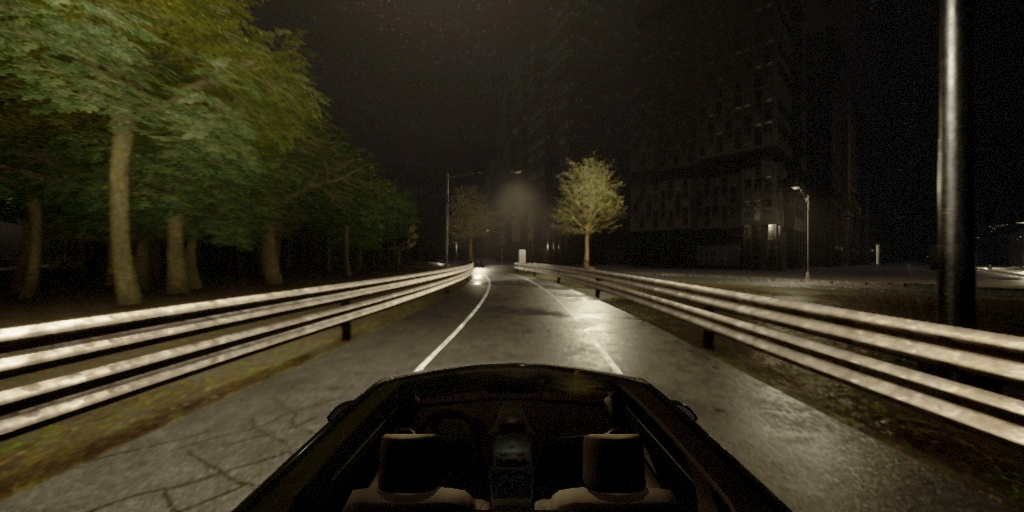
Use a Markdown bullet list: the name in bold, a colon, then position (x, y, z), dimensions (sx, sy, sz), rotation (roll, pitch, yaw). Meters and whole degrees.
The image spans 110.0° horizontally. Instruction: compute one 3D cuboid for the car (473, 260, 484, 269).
- **car**: position (-6.107, 1.455, 62.742), dimensions (1.812, 1.442, 4.674), rotation (0, 0, -18)
